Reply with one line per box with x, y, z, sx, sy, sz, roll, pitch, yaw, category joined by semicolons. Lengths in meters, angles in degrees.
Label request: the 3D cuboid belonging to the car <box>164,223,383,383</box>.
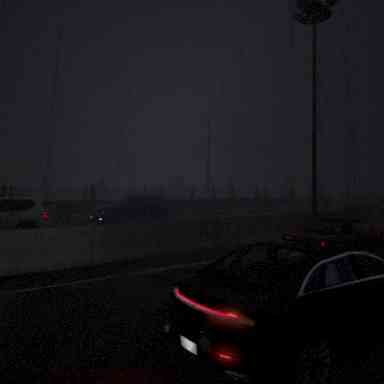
1.934;1.495;5.125;4.902;1.511;2.128;0;0;-36;car

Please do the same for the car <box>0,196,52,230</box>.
-9.179;1.222;14.642;5.566;2.045;2.150;0;0;-35;car

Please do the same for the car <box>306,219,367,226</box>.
5.453;1.609;11.935;4.718;1.301;1.895;0;0;-35;car

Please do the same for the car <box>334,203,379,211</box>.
13.136;1.566;26.242;5.357;1.411;2.033;0;0;-35;car

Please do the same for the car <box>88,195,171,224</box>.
-4.090;1.228;22.570;5.566;2.045;2.150;0;0;-35;car
